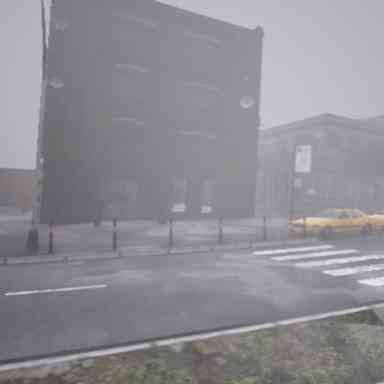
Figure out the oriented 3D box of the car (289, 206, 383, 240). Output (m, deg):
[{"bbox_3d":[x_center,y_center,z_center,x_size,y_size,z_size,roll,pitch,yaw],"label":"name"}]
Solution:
[{"bbox_3d":[7.557,1.536,17.498,5.366,1.575,1.946,0,0,-26],"label":"car"}]
